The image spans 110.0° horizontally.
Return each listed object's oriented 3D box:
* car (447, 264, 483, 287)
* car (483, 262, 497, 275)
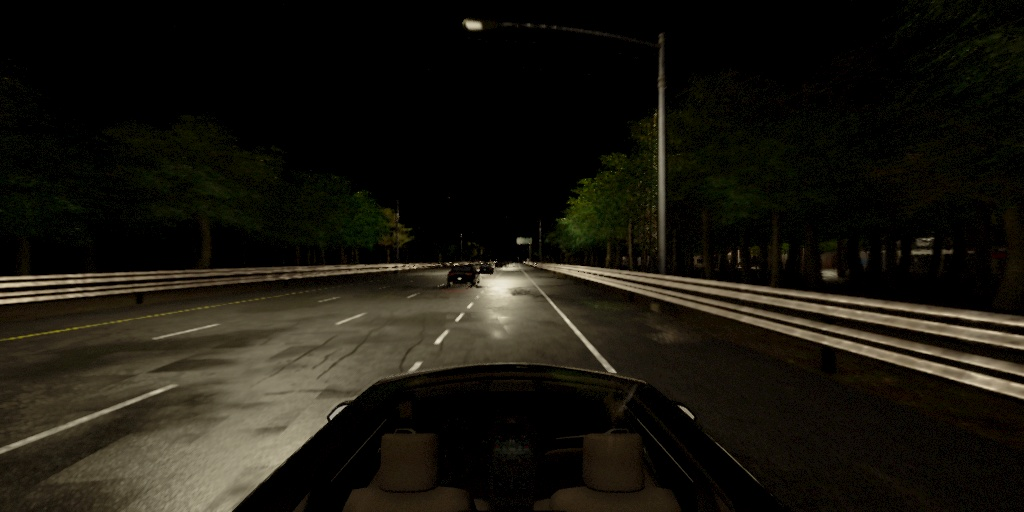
[{"bbox_3d":[-3.483,1.393,26.354,1.882,1.535,5.008,0,-1,0],"label":"car"},{"bbox_3d":[-3.413,1.737,47.495,1.994,1.385,4.181,0,-1,0],"label":"car"}]
